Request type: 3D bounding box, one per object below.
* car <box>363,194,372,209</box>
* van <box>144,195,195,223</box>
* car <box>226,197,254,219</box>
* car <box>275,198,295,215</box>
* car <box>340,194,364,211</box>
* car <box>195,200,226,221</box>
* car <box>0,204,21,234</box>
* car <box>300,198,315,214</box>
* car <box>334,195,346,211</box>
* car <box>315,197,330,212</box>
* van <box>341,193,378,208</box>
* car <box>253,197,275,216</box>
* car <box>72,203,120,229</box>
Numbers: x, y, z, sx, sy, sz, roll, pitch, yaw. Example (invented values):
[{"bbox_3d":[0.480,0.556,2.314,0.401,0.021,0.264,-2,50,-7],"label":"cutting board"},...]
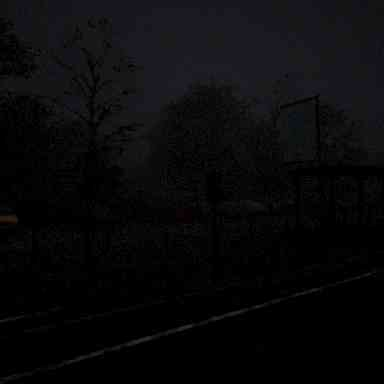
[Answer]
[{"bbox_3d":[18.323,1.364,39.852,2.163,1.488,4.792,0,0,-36],"label":"car"},{"bbox_3d":[-2.044,1.205,25.386,1.878,1.987,4.442,0,0,-36],"label":"van"},{"bbox_3d":[2.543,1.407,28.519,2.097,1.535,5.008,0,0,-36],"label":"car"},{"bbox_3d":[7.035,1.260,31.778,2.185,1.767,4.553,0,0,-36],"label":"car"},{"bbox_3d":[16.189,1.341,38.060,1.946,1.575,5.366,0,0,-36],"label":"car"},{"bbox_3d":[0.283,1.459,26.904,2.002,1.452,4.674,0,0,-36],"label":"car"},{"bbox_3d":[-10.897,1.476,18.681,1.946,1.575,5.366,0,0,-36],"label":"car"},{"bbox_3d":[9.308,1.374,33.373,2.097,1.535,5.008,0,0,-36],"label":"car"},{"bbox_3d":[13.808,1.383,36.621,2.163,1.488,4.792,0,0,-36],"label":"car"},{"bbox_3d":[11.572,1.365,34.978,2.231,1.521,4.892,0,0,-36],"label":"car"},{"bbox_3d":[20.663,1.099,41.346,1.878,1.987,4.442,0,0,-36],"label":"van"},{"bbox_3d":[4.798,1.436,30.136,2.002,1.452,4.674,0,0,-36],"label":"car"},{"bbox_3d":[-6.472,1.484,22.039,2.163,1.488,4.792,0,0,-36],"label":"car"}]
